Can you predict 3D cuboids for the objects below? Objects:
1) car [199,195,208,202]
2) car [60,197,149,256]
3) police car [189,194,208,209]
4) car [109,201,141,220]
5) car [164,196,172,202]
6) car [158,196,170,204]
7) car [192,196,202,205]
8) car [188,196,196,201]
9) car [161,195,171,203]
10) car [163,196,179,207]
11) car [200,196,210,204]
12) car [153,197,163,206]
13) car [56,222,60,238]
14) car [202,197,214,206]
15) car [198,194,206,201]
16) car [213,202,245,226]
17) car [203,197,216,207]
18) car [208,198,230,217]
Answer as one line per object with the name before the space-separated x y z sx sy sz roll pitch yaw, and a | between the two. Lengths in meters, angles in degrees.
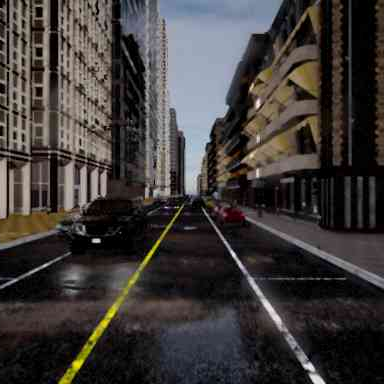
car | 2.671 1.527 79.748 1.967 1.590 4.097 0 0 0
car | -3.104 1.230 13.552 2.150 2.045 5.566 0 0 0
police car | 0.889 1.465 46.678 1.930 1.638 5.238 0 0 0
car | -5.696 1.566 28.910 1.887 1.381 4.507 0 0 0
car | -5.709 1.611 79.576 1.752 1.417 4.829 0 0 0
car | -5.706 1.619 68.449 2.008 1.369 4.403 0 0 0
car | 0.884 1.565 62.569 1.837 1.490 4.892 0 0 0
car | -0.018 1.556 81.791 1.895 1.301 4.718 0 0 0
car | -5.708 1.517 74.099 1.967 1.590 4.097 0 0 0
car | -3.081 1.551 52.782 1.837 1.490 4.892 0 0 0
car | 2.674 1.619 68.452 2.008 1.369 4.403 0 0 0
car | -5.704 1.618 57.152 1.947 1.339 4.313 0 0 0
car | -5.693 1.562 17.612 2.008 1.369 4.403 0 0 0
car | 2.678 1.618 57.155 1.947 1.339 4.313 0 0 0
car | 2.669 1.421 91.046 2.192 1.841 5.009 0 0 0
car | 2.686 1.598 23.263 1.802 1.307 4.206 0 0 0
car | 2.679 1.571 51.676 1.752 1.417 4.829 0 0 0
car | 2.685 1.462 28.912 1.967 1.590 4.097 0 0 0
